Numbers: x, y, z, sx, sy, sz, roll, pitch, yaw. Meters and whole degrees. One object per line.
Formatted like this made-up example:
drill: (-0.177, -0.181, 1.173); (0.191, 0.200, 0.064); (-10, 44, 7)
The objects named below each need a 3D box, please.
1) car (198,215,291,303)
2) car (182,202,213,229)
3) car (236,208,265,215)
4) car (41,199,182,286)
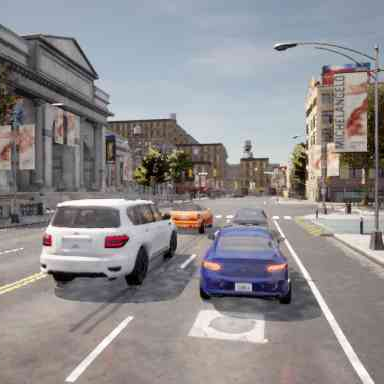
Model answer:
car: (1.314, 1.526, 8.176); (1.812, 1.442, 4.674); (0, 0, 10)
car: (-0.020, 1.352, 19.771); (2.097, 1.767, 4.553); (0, 0, 11)
car: (3.091, 1.547, 17.537); (2.033, 1.411, 5.357); (0, 0, 11)
car: (-1.978, 1.221, 9.638); (2.150, 2.045, 5.566); (0, 0, 10)
